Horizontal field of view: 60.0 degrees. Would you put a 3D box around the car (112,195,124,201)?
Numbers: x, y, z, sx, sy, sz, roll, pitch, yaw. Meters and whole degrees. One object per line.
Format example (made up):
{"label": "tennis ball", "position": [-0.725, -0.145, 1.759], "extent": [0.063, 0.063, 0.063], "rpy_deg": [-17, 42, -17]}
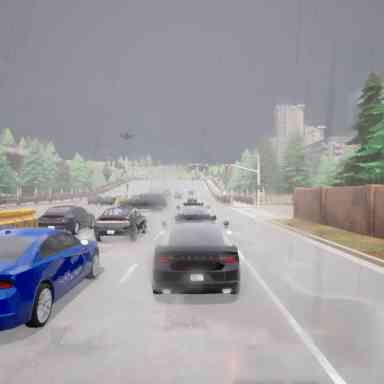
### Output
{"label": "car", "position": [-17.617, 1.501, 79.358], "extent": [1.895, 1.301, 4.718], "rpy_deg": [0, 1, 0]}

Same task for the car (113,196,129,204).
{"label": "car", "position": [-14.065, 1.491, 66.350], "extent": [2.128, 1.511, 4.902], "rpy_deg": [0, 0, 0]}

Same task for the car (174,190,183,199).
{"label": "car", "position": [-3.672, 0.903, 88.152], "extent": [2.097, 1.767, 4.553], "rpy_deg": [0, 3, 0]}

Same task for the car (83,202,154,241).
{"label": "car", "position": [-3.422, 1.491, 16.569], "extent": [2.128, 1.511, 4.902], "rpy_deg": [0, 0, 1]}

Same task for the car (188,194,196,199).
{"label": "car", "position": [0.034, 1.601, 70.341], "extent": [1.895, 1.301, 4.718], "rpy_deg": [0, 0, 0]}

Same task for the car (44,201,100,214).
{"label": "car", "position": [-6.915, 1.505, 18.770], "extent": [1.837, 1.490, 4.892], "rpy_deg": [0, 0, 0]}

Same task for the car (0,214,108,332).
{"label": "car", "position": [-3.406, 1.478, 6.995], "extent": [1.882, 1.535, 5.008], "rpy_deg": [0, 0, 0]}

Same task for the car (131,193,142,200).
{"label": "car", "position": [-14.153, 1.225, 85.038], "extent": [2.128, 1.511, 4.902], "rpy_deg": [0, 2, 0]}

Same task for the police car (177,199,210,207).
{"label": "police car", "position": [0.084, 1.425, 18.813], "extent": [1.930, 1.638, 5.238], "rpy_deg": [0, 0, 0]}

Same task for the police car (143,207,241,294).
{"label": "police car", "position": [0.093, 1.425, 8.910], "extent": [1.930, 1.638, 5.238], "rpy_deg": [0, 0, 0]}

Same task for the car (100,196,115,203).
{"label": "car", "position": [-17.559, 1.552, 69.300], "extent": [1.994, 1.385, 4.181], "rpy_deg": [0, 0, 0]}

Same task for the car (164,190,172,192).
{"label": "car", "position": [-7.175, 1.071, 88.574], "extent": [1.994, 1.385, 4.181], "rpy_deg": [0, 4, 0]}

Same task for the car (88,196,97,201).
{"label": "car", "position": [-17.603, 1.505, 60.678], "extent": [1.837, 1.490, 4.892], "rpy_deg": [0, 0, 0]}

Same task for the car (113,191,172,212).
{"label": "car", "position": [-5.545, 1.221, 37.002], "extent": [5.566, 2.045, 2.150], "rpy_deg": [0, 0, -25]}

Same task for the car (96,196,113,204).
{"label": "car", "position": [-14.123, 1.547, 56.727], "extent": [2.033, 1.411, 5.357], "rpy_deg": [0, 0, 0]}
